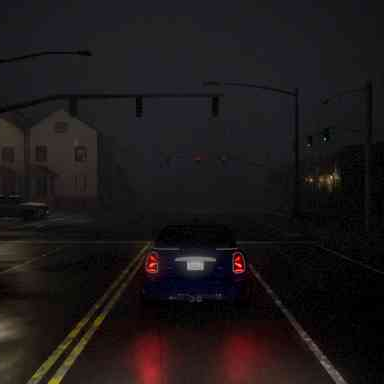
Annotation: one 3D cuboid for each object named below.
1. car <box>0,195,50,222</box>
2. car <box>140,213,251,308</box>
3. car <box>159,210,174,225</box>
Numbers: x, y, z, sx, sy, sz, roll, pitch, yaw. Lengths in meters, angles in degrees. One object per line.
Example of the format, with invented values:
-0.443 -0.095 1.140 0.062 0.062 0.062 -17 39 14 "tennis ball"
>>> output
-13.910 1.221 25.481 5.566 2.045 2.150 0 0 -4 "car"
0.081 1.352 8.112 2.097 1.767 4.553 0 0 0 "car"
-3.543 3.673 46.730 1.812 1.442 4.674 -1 -13 -1 "car"
